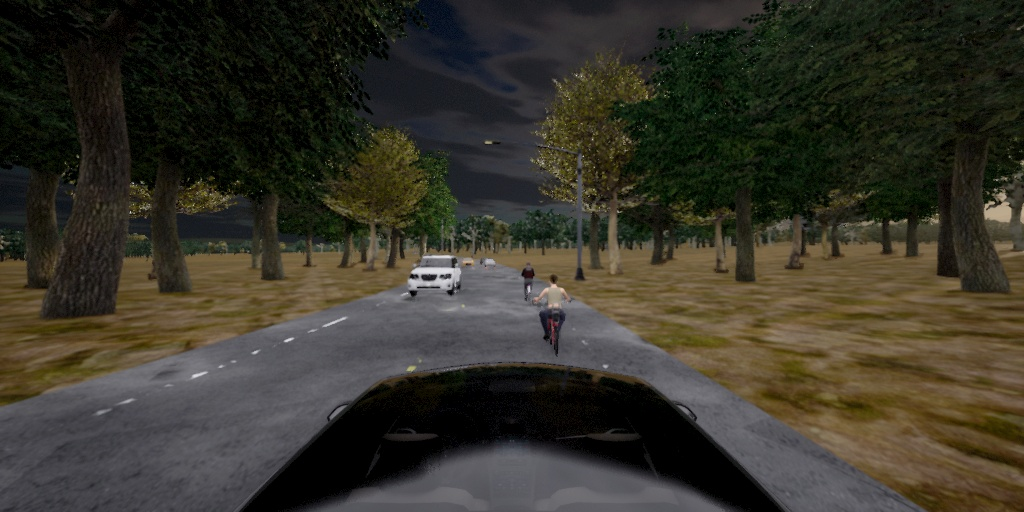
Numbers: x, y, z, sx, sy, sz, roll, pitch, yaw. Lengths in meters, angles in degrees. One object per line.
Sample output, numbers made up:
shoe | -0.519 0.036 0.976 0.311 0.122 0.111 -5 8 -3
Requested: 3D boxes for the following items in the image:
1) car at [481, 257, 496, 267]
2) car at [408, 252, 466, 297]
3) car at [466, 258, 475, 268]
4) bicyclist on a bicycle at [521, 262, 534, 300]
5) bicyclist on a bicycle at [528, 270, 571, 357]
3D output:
car | -3.911 1.128 62.479 1.812 1.442 4.674 0 0 -7
car | -3.996 0.967 19.450 2.150 2.045 5.566 0 0 -2
car | -7.244 1.088 59.702 1.882 1.535 5.008 0 0 -7
bicyclist on a bicycle | 0.704 1.123 15.696 0.659 1.776 1.843 0 0 -2
bicyclist on a bicycle | 0.866 1.191 7.597 0.866 1.612 1.509 0 0 0
